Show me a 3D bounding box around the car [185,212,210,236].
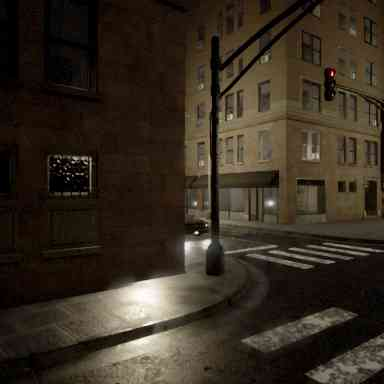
[{"bbox_3d":[-1.331,1.515,17.726,2.033,1.411,5.357,0,0,-36],"label":"car"}]
